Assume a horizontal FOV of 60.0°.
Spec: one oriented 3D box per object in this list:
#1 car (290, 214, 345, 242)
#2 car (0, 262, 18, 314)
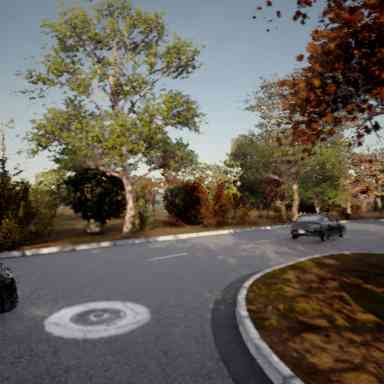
[{"bbox_3d":[7.227,1.966,19.052,1.812,1.442,4.674,-1,-3,41],"label":"car"},{"bbox_3d":[-5.166,1.348,4.916,2.097,1.767,4.553,0,-1,41],"label":"car"}]
